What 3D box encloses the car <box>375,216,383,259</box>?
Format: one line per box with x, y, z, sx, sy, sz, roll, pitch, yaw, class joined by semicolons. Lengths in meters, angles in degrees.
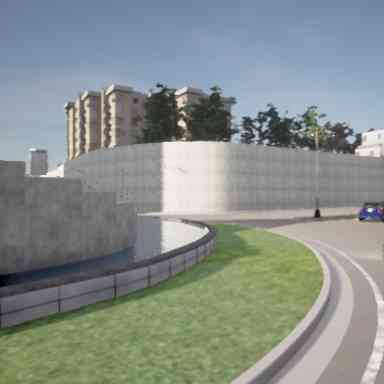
6.597;1.573;8.697;1.812;1.442;4.674;0;-1;13;car

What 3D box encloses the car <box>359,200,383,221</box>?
16.059;1.522;27.927;4.553;1.767;2.097;0;-1;-34;car
